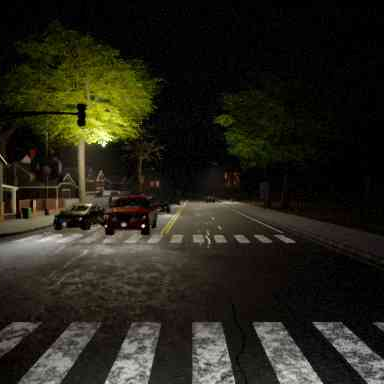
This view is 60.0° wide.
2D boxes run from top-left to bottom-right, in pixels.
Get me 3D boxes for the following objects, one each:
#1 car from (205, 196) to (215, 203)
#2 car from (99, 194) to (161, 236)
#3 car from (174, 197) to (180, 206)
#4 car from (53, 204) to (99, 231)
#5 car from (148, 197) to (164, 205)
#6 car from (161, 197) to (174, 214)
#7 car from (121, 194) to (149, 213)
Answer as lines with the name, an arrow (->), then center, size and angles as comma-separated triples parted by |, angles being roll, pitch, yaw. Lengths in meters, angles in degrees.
car -> 3.687, 1.503, 67.625 | 1.837, 1.490, 4.892 | 0, 0, 1
car -> -3.258, 1.214, 18.714 | 2.150, 2.045, 5.566 | 0, 0, 0
car -> -2.994, 1.541, 55.702 | 2.033, 1.411, 5.357 | 0, 0, 1
car -> -6.708, 1.484, 20.473 | 2.128, 1.511, 4.902 | 0, 0, 5
car -> -6.212, 1.541, 58.069 | 2.033, 1.411, 5.357 | 0, 0, 0
car -> -3.175, 1.496, 34.745 | 1.837, 1.490, 4.892 | 0, 0, 0
car -> -6.406, 1.213, 37.763 | 2.150, 2.045, 5.566 | 0, 0, 1
